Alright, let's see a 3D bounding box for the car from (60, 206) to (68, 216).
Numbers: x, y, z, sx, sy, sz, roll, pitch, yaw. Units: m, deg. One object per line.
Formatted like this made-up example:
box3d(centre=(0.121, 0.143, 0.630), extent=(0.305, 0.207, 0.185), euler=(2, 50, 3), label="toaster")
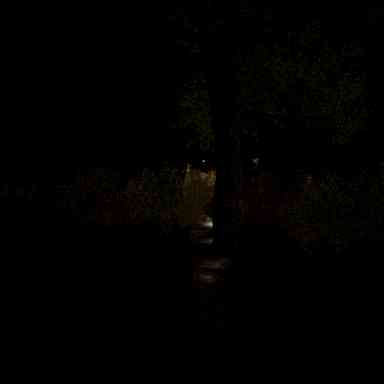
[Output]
box3d(centre=(-10.351, 1.696, 31.764), extent=(1.994, 1.385, 4.181), euler=(0, -1, 40), label="car")
